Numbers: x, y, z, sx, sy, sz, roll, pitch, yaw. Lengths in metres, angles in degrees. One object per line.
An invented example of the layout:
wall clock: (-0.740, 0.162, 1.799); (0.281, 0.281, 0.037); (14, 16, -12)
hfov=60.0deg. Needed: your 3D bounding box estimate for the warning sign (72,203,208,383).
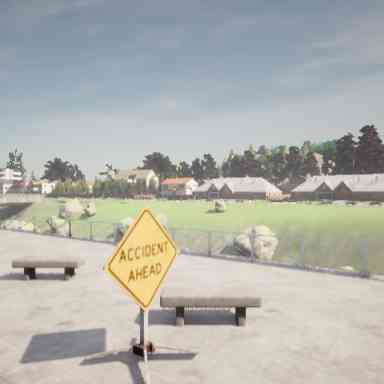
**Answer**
warning sign: (-0.594, 1.099, 4.109); (1.060, 1.860, 1.300); (0, 0, 36)
